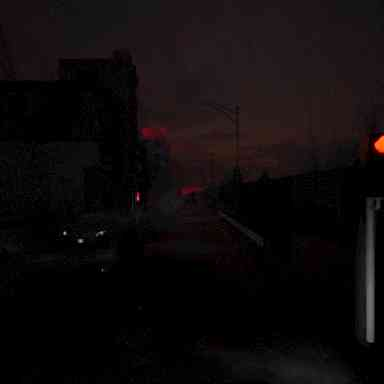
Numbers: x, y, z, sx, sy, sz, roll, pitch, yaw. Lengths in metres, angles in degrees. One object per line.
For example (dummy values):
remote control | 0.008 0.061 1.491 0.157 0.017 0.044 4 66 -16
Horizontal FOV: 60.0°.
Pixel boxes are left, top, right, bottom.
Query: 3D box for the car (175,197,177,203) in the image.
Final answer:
car | -4.056 1.599 68.194 1.895 1.301 4.718 0 0 0

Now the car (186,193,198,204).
car | -0.053 1.220 66.327 2.150 2.045 5.566 0 0 0

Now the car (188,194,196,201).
car | -0.064 1.309 76.718 1.882 1.535 5.008 0 0 0

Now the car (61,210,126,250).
car | -4.100 1.525 14.551 1.812 1.442 4.674 0 0 0

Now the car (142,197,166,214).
car | -4.126 1.524 35.223 1.812 1.442 4.674 0 0 0

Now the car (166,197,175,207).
car | -4.131 1.492 51.189 2.128 1.511 4.902 0 0 0
